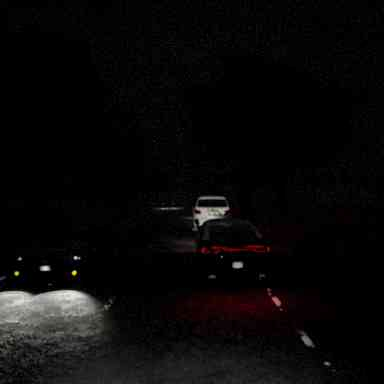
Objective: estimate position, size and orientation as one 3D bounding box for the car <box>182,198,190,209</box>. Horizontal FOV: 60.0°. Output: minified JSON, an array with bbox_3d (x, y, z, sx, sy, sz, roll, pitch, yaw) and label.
[{"bbox_3d":[0.067,1.603,45.652,1.994,1.385,4.181,0,0,1],"label":"car"}]

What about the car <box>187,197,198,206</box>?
[{"bbox_3d":[0.064,1.688,59.780,1.994,1.385,4.181,-1,0,0],"label":"car"}]

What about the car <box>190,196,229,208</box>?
[{"bbox_3d":[1.094,1.228,20.102,2.150,2.045,5.566,0,0,0],"label":"car"}]

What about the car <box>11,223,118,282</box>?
[{"bbox_3d":[-3.591,1.677,10.119,1.994,1.385,4.181,-1,0,0],"label":"car"}]

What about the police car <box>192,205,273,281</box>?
[{"bbox_3d":[1.047,1.454,10.173,1.930,1.638,5.238,-1,0,0],"label":"police car"}]

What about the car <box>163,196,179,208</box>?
[{"bbox_3d":[-3.480,1.673,52.073,1.837,1.490,4.892,-1,-1,0],"label":"car"}]

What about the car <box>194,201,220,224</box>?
[{"bbox_3d":[1.103,1.531,26.083,1.837,1.490,4.892,-1,-1,0],"label":"car"}]
